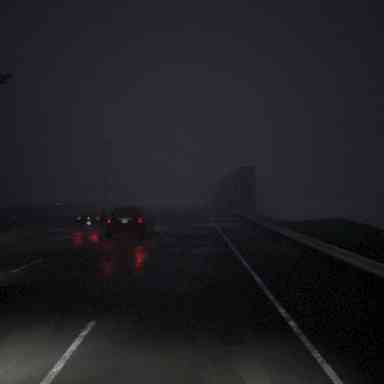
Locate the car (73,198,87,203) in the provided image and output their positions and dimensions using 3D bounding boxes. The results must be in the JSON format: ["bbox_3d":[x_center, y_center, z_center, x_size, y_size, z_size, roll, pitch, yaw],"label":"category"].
[{"bbox_3d":[-24.097,2.141,71.815,2.128,1.511,4.902,0,-1,1],"label":"car"}]

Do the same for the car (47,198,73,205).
[{"bbox_3d":[-21.014,1.811,52.277,2.097,1.767,4.553,0,-1,1],"label":"car"}]

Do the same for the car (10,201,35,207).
[{"bbox_3d":[-27.970,2.083,54.866,1.895,1.301,4.718,0,-1,1],"label":"car"}]

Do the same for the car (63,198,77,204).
[{"bbox_3d":[-30.834,2.182,84.166,1.812,1.442,4.674,0,-1,1],"label":"car"}]

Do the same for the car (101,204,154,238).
[{"bbox_3d":[-3.400,1.519,18.928,2.097,1.767,4.553,0,-1,0],"label":"car"}]

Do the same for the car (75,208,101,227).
[{"bbox_3d":[-6.899,1.817,24.478,1.895,1.301,4.718,0,-1,0],"label":"car"}]
